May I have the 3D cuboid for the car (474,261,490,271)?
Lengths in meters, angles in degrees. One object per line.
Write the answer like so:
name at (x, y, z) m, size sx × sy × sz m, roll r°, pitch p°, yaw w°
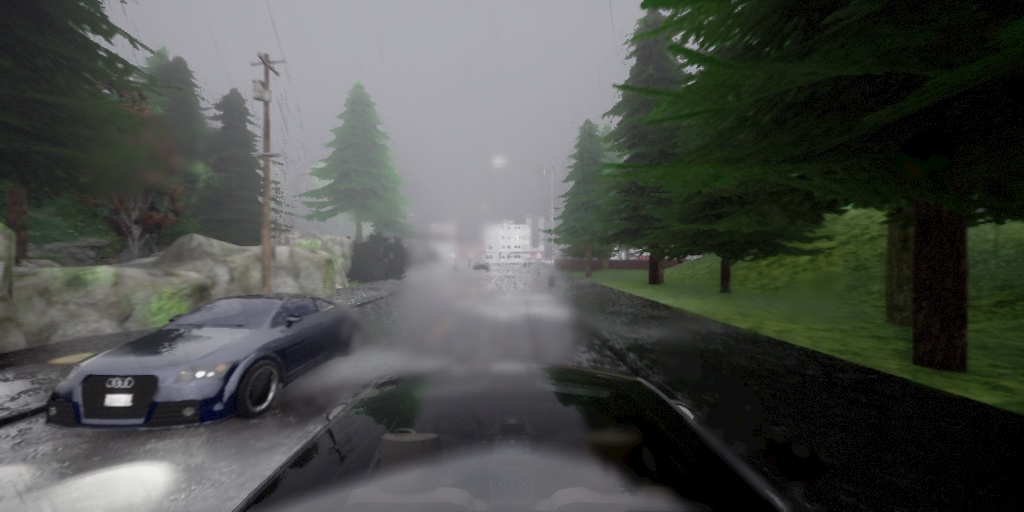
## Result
car at (-4.091, 1.354, 48.653) m, size 1.895 × 1.301 × 4.718 m, roll 0°, pitch 0°, yaw 0°

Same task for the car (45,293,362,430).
car at (-4.099, 1.314, 5.728) m, size 1.994 × 1.385 × 4.181 m, roll 0°, pitch 0°, yaw 0°
